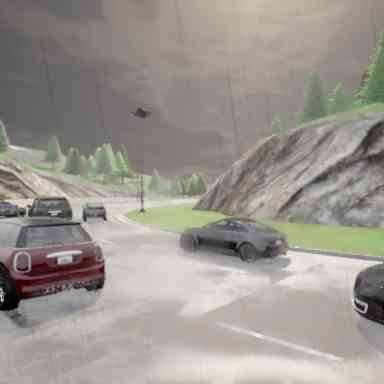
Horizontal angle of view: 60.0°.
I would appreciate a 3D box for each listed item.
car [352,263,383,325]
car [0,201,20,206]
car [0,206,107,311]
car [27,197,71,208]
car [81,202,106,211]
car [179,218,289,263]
[{"bbox_3d":[5.076,1.564,4.909,4.892,1.490,1.837,0,0,34],"label":"car"},{"bbox_3d":[-15.811,1.722,29.038,1.895,1.301,4.718,0,0,-15],"label":"car"},{"bbox_3d":[-4.060,1.390,8.227,2.097,1.767,4.553,1,-1,-45],"label":"car"},{"bbox_3d":[-8.731,1.318,20.383,2.150,2.045,5.566,0,0,-29],"label":"car"},{"bbox_3d":[-8.523,1.646,28.992,2.128,1.511,4.902,0,0,-19],"label":"car"},{"bbox_3d":[1.463,1.656,12.482,4.181,1.385,1.994,0,0,44],"label":"car"}]
